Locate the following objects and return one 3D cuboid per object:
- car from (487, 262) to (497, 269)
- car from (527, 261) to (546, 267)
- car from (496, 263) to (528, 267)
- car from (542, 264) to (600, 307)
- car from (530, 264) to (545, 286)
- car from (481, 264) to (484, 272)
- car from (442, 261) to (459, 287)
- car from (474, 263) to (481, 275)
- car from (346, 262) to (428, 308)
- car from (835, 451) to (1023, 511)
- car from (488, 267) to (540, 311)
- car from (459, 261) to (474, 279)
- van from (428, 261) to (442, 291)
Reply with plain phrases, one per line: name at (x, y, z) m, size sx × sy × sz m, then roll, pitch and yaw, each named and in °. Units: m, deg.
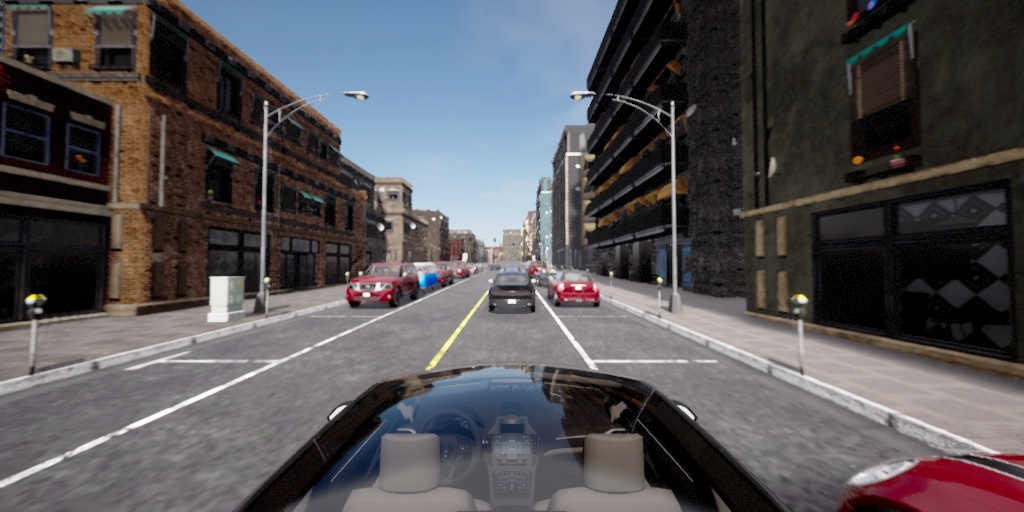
car at (-3.029, 1.980, 65.409) m, size 1.994 × 1.385 × 4.181 m, roll 0°, pitch -1°, yaw 0°
car at (2.687, 1.447, 38.121) m, size 2.192 × 1.841 × 5.009 m, roll 0°, pitch 0°, yaw 0°
car at (0.013, 1.544, 30.370) m, size 2.128 × 1.511 × 4.902 m, roll 0°, pitch 0°, yaw 0°
car at (2.690, 1.346, 16.494) m, size 1.967 × 1.591 × 4.097 m, roll 0°, pitch 0°, yaw 0°
car at (2.689, 1.570, 27.307) m, size 2.007 × 1.370 × 4.403 m, roll 0°, pitch 0°, yaw 0°
car at (-5.697, 1.907, 59.755) m, size 2.007 × 1.370 × 4.403 m, roll 0°, pitch 0°, yaw 0°
car at (-5.692, 1.334, 27.313) m, size 2.192 × 1.841 × 5.009 m, roll 0°, pitch 0°, yaw 0°
car at (-5.695, 1.684, 48.941) m, size 1.967 × 1.591 × 4.097 m, roll 0°, pitch 0°, yaw 0°
car at (-5.691, 1.221, 16.500) m, size 2.192 × 1.841 × 5.009 m, roll 0°, pitch 0°, yaw 0°
car at (2.692, 1.175, 0.273) m, size 1.967 × 1.591 × 4.097 m, roll 0°, pitch 0°, yaw 0°
car at (0.014, 1.401, 15.371) m, size 1.837 × 1.490 × 4.892 m, roll 0°, pitch 0°, yaw 0°
car at (-5.694, 1.447, 38.127) m, size 2.192 × 1.841 × 5.009 m, roll 0°, pitch 0°, yaw 0°
van at (-5.692, 1.304, 21.906) m, size 1.690 × 1.789 × 3.998 m, roll 0°, pitch 0°, yaw 0°
